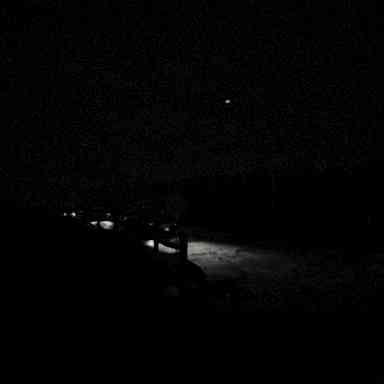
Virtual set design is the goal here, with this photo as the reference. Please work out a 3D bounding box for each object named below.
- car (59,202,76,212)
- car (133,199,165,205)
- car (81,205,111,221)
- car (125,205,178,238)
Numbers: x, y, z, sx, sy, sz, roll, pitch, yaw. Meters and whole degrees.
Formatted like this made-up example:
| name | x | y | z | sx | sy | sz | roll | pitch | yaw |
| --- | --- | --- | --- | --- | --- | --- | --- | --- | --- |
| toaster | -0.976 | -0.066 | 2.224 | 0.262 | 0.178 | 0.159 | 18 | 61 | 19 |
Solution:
| name | x | y | z | sx | sy | sz | roll | pitch | yaw |
| --- | --- | --- | --- | --- | --- | --- | --- | --- | --- |
| car | -17.568 | 2.141 | 46.863 | 1.812 | 1.442 | 4.674 | 1 | -1 | -28 |
| car | -3.419 | 1.585 | 27.024 | 2.150 | 2.045 | 5.566 | 1 | -1 | -29 |
| car | -9.266 | 1.966 | 31.700 | 2.033 | 1.411 | 5.357 | 1 | -1 | -29 |
| car | -2.480 | 1.729 | 19.479 | 2.128 | 1.511 | 4.902 | 1 | -1 | -29 |
